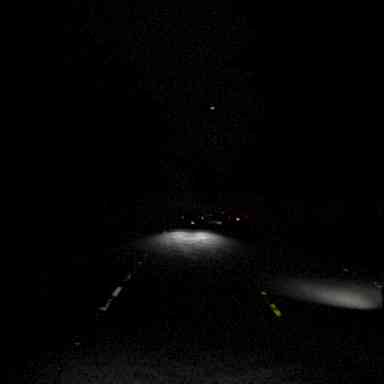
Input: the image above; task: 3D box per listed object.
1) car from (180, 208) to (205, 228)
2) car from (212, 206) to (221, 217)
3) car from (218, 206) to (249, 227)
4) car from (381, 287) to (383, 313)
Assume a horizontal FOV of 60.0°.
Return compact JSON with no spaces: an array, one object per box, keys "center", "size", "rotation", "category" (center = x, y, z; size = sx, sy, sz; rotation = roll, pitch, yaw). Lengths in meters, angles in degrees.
[{"center":[0.061,1.963,25.926],"size":[1.895,1.301,4.718],"rotation":[3,-2,0],"category":"car"},{"center":[3.580,2.426,41.408],"size":[1.994,1.385,4.181],"rotation":[2,-1,1],"category":"car"},{"center":[3.594,2.161,28.152],"size":[1.994,1.385,4.181],"rotation":[1,-2,0],"category":"car"},{"center":[4.572,1.757,4.483],"size":[1.837,1.490,4.892],"rotation":[3,-2,0],"category":"car"}]
